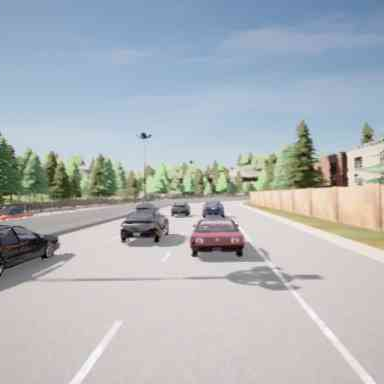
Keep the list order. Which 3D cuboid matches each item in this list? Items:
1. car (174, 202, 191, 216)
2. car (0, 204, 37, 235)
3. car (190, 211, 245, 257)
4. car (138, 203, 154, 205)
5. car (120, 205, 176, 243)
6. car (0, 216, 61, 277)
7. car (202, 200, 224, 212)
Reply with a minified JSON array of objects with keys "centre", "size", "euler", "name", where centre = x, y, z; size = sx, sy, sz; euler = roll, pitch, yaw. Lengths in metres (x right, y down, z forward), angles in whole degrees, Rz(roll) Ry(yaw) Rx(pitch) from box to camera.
[{"centre":[-1.184,1.813,36.686],"size":[2.128,1.511,4.902],"euler":[-1,0,3],"name":"car"},{"centre":[-12.720,1.796,22.533],"size":[2.097,1.767,4.553],"euler":[-1,0,3],"name":"car"},{"centre":[0.975,1.690,13.444],"size":[1.895,1.301,4.718],"euler":[-1,0,3],"name":"car"},{"centre":[-4.788,1.887,34.965],"size":[1.837,1.490,4.892],"euler":[-1,0,3],"name":"car"},{"centre":[-2.315,1.679,17.172],"size":[2.128,1.511,4.902],"euler":[-1,0,3],"name":"car"},{"centre":[-6.203,1.761,10.603],"size":[2.033,1.411,5.357],"euler":[-1,0,3],"name":"car"},{"centre":[2.106,1.576,33.022],"size":[2.097,1.767,4.553],"euler":[-1,-1,3],"name":"car"}]
